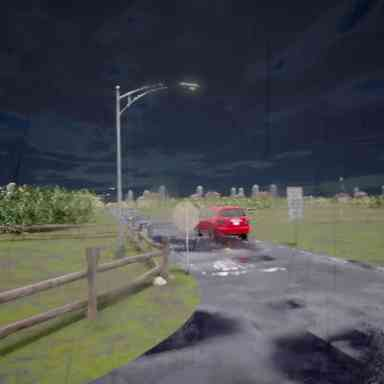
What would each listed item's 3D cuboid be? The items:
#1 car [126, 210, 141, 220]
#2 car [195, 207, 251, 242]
[{"bbox_3d":[-8.841,3.440,49.854,1.837,1.490,4.892,-1,-2,-15],"label":"car"},{"bbox_3d":[1.823,1.972,21.389,2.150,2.045,5.566,-1,-2,-15],"label":"car"}]
